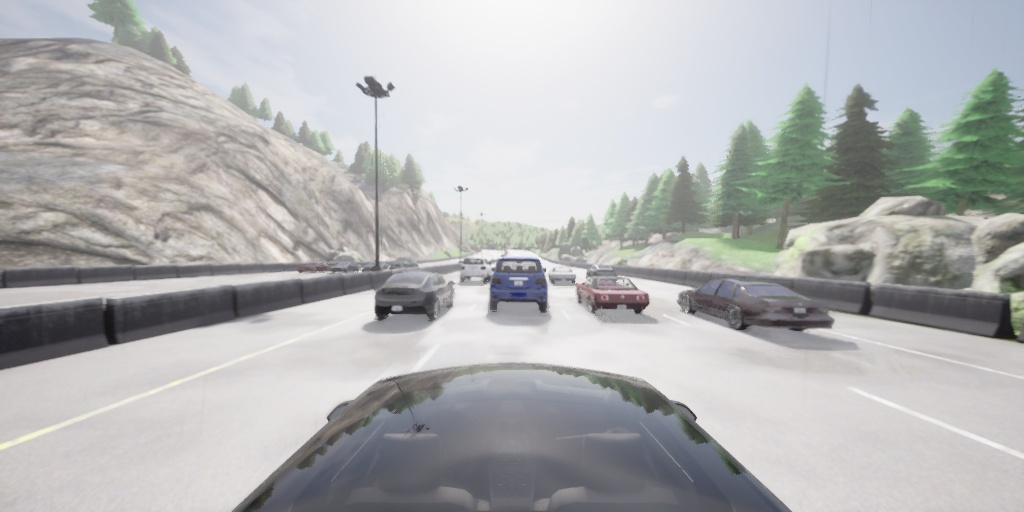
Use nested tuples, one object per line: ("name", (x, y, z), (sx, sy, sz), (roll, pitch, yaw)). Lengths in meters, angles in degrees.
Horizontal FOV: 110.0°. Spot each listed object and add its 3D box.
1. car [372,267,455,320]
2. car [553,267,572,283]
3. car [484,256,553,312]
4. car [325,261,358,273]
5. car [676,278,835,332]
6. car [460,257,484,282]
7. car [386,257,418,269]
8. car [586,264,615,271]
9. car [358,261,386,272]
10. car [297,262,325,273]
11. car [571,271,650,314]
("car", (-3.270, 1.292, 12.790), (1.837, 1.490, 4.892), (0, 0, 1))
("car", (4.027, 1.540, 29.599), (1.895, 1.301, 4.718), (0, 0, 1))
("car", (0.278, 1.048, 14.933), (2.150, 2.045, 5.566), (0, 0, 1))
("car", (-20.392, 1.372, 44.283), (2.033, 1.411, 5.357), (0, 0, 1))
("car", (7.200, 1.412, 11.410), (2.033, 1.411, 5.357), (0, 0, 1))
("car", (-2.958, 1.107, 30.191), (2.150, 2.045, 5.566), (0, 0, 1))
("car", (-13.381, 1.108, 44.766), (2.150, 2.045, 5.566), (0, -1, 1))
("car", (7.551, 1.466, 30.789), (2.128, 1.511, 4.902), (0, 0, 1))
("car", (-16.882, 1.362, 44.674), (1.837, 1.490, 4.892), (0, -1, 1))
("car", (-23.906, 1.393, 43.506), (1.895, 1.301, 4.718), (0, 0, 1))
("car", (3.762, 1.453, 14.329), (1.895, 1.301, 4.718), (0, 0, 1))
